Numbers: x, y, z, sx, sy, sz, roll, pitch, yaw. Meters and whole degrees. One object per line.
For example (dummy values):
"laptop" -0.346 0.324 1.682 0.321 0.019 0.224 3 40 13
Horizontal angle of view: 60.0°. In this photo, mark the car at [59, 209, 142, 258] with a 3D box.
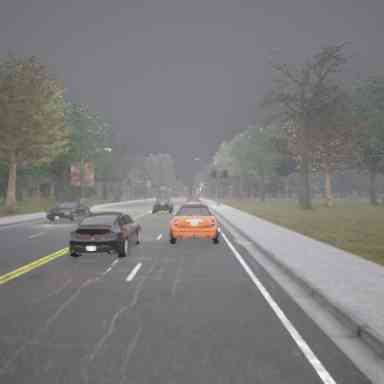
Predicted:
"car" -3.147 1.513 12.799 1.837 1.490 4.892 0 0 0

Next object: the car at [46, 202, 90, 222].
"car" -9.744 1.477 26.723 2.033 1.411 5.357 0 0 0

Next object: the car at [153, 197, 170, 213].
"car" -3.142 1.389 37.511 2.097 1.767 4.553 0 0 0

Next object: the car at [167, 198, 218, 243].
"car" 0.104 1.362 16.222 2.097 1.767 4.553 0 0 0
